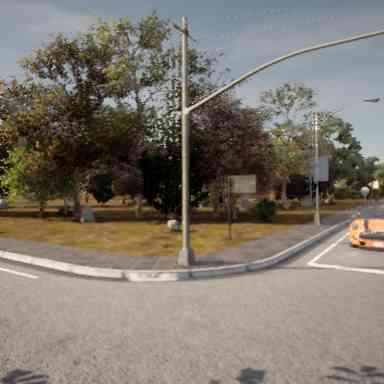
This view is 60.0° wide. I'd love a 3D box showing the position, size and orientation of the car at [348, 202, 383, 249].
[{"bbox_3d":[8.057,1.363,14.180,2.097,1.767,4.553,-1,0,32],"label":"car"}]
